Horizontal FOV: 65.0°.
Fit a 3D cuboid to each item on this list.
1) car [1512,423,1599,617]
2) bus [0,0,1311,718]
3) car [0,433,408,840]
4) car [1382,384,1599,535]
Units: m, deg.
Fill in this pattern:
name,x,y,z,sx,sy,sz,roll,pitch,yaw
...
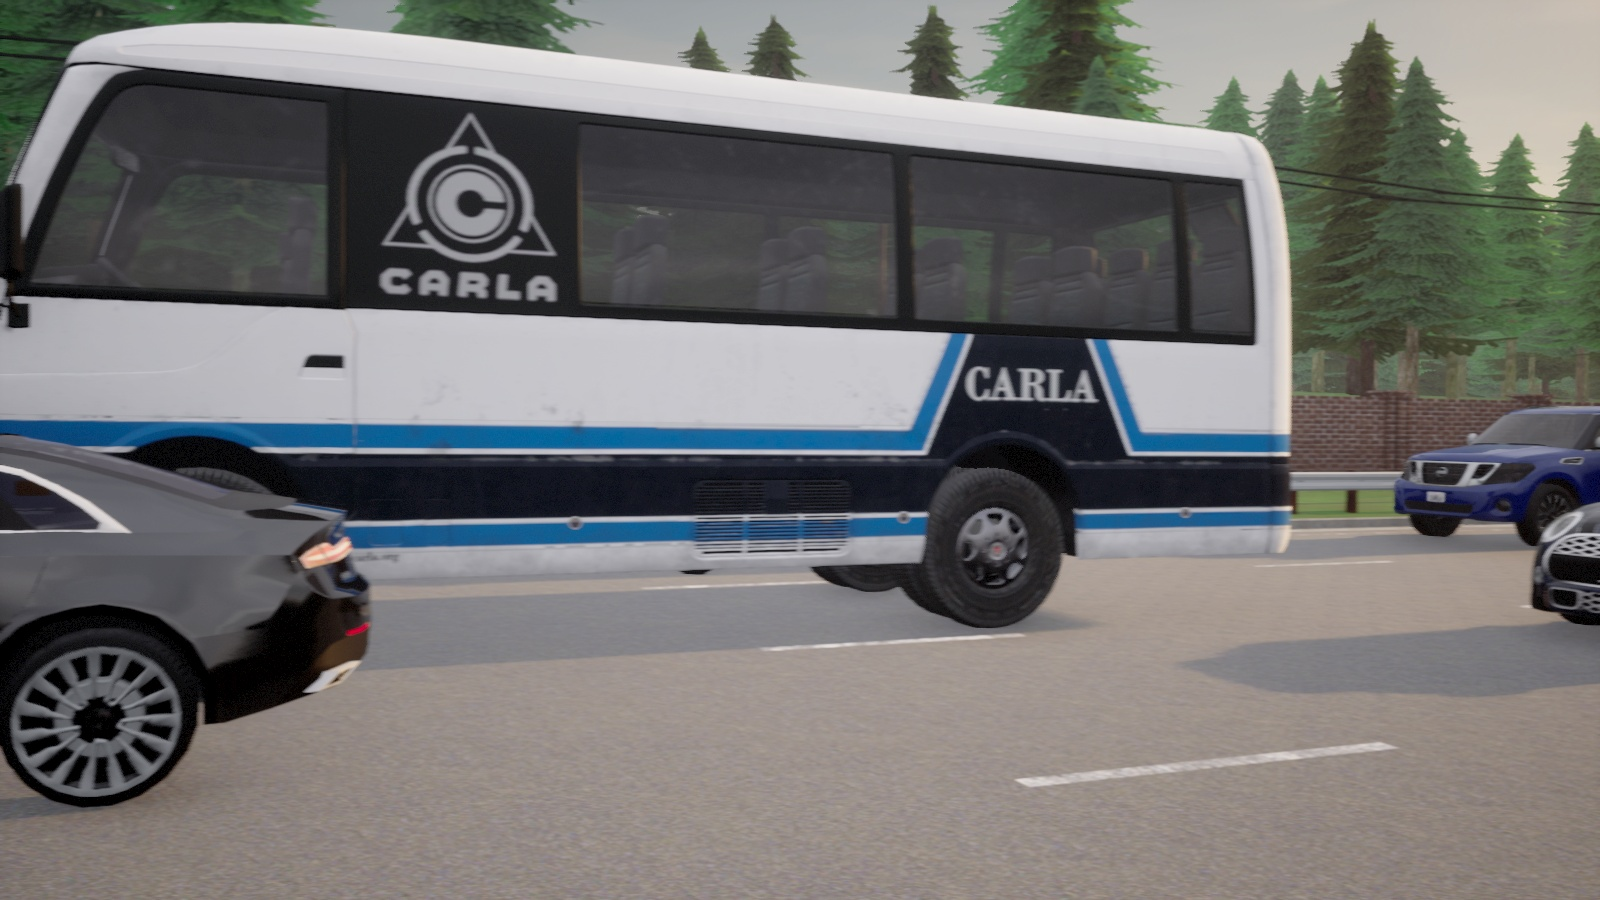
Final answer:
name,x,y,z,sx,sy,sz,roll,pitch,yaw
car,7.947,0.510,10.023,3.806,1.475,1.970,-1,1,-21
bus,-1.365,-0.733,10.197,10.273,4.253,3.944,-1,1,-21
car,-4.311,0.713,5.342,4.902,1.511,2.128,-1,1,-21
car,11.797,0.073,18.983,5.566,2.045,2.150,-1,1,-21
